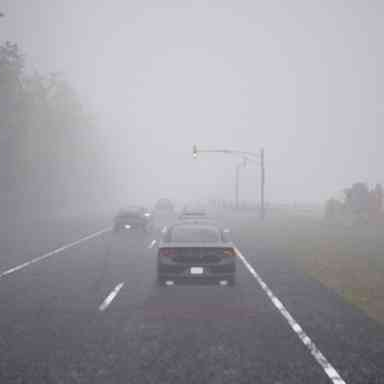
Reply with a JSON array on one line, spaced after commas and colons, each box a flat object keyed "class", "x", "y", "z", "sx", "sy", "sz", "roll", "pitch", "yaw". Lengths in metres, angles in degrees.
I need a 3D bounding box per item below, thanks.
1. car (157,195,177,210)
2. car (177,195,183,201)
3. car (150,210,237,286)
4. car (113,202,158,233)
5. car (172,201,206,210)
[{"class": "car", "x": -3.417, "y": 1.503, "z": 42.130, "sx": 2.097, "sy": 1.767, "sz": 4.553, "roll": 0, "pitch": 0, "yaw": 0}, {"class": "car", "x": -3.535, "y": 1.641, "z": 82.924, "sx": 2.097, "sy": 1.767, "sz": 4.553, "roll": 0, "pitch": 0, "yaw": 0}, {"class": "car", "x": 0.095, "y": 1.513, "z": 9.531, "sx": 1.882, "sy": 1.535, "sz": 5.008, "roll": 0, "pitch": 0, "yaw": 0}, {"class": "car", "x": -3.408, "y": 1.579, "z": 20.037, "sx": 1.837, "sy": 1.490, "sz": 4.892, "roll": 0, "pitch": 0, "yaw": 0}, {"class": "car", "x": 0.167, "y": 1.569, "z": 20.937, "sx": 2.128, "sy": 1.511, "sz": 4.902, "roll": 0, "pitch": 0, "yaw": 1}]
